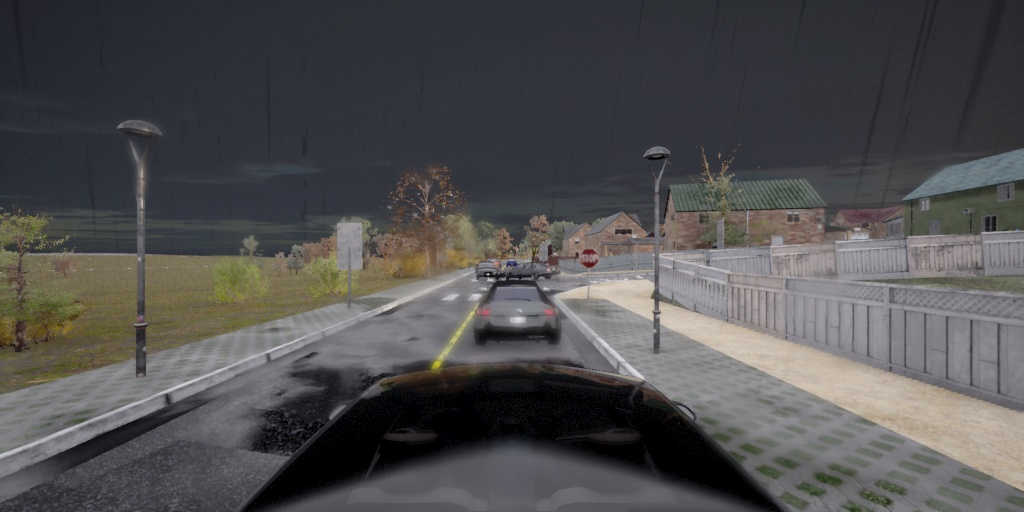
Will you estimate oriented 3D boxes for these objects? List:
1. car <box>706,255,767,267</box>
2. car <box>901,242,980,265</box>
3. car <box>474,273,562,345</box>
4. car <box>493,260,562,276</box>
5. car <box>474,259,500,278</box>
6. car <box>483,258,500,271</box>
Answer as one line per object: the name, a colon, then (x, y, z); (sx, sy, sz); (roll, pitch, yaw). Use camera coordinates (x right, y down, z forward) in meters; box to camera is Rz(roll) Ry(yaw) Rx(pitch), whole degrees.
car: (14.378, 0.413, 22.904); (4.181, 1.385, 1.994); (-3, 0, 16)
car: (23.880, -0.208, 20.486); (4.902, 1.511, 2.128); (-3, 0, 14)
car: (0.099, 1.313, 9.506); (1.994, 1.385, 4.181); (0, 0, -1)
car: (1.325, 1.198, 28.522); (5.357, 1.411, 2.033); (-4, -3, 43)
car: (-2.264, 1.258, 31.431); (1.837, 1.490, 4.892); (0, 0, -8)
car: (-2.869, 1.121, 51.249); (2.097, 1.767, 4.553); (0, 0, 1)
